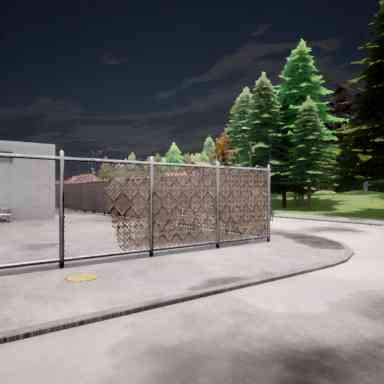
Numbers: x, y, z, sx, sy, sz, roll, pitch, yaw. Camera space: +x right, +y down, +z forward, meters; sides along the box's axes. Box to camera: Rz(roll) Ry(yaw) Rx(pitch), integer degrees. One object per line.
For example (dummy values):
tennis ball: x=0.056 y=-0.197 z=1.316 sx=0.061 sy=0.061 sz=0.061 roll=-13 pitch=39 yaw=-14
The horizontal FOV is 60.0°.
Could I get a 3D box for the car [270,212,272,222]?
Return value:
car: x=3.555 y=1.478 z=24.140 sx=1.882 sy=1.535 sz=5.008 roll=0 pitch=0 yaw=-35
